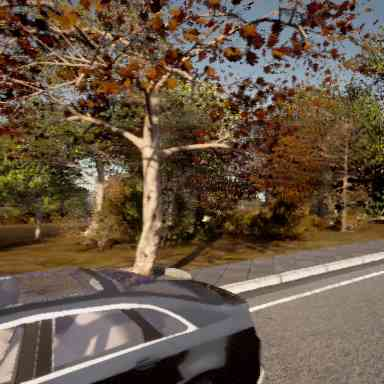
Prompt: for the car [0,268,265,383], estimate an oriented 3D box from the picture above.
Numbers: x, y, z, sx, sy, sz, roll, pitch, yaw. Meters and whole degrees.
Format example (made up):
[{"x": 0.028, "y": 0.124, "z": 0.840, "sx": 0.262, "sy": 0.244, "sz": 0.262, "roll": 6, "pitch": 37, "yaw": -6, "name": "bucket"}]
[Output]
[{"x": -1.582, "y": 1.492, "z": 2.556, "sx": 4.902, "sy": 1.511, "sz": 2.128, "roll": 0, "pitch": 0, "yaw": -35, "name": "car"}]
